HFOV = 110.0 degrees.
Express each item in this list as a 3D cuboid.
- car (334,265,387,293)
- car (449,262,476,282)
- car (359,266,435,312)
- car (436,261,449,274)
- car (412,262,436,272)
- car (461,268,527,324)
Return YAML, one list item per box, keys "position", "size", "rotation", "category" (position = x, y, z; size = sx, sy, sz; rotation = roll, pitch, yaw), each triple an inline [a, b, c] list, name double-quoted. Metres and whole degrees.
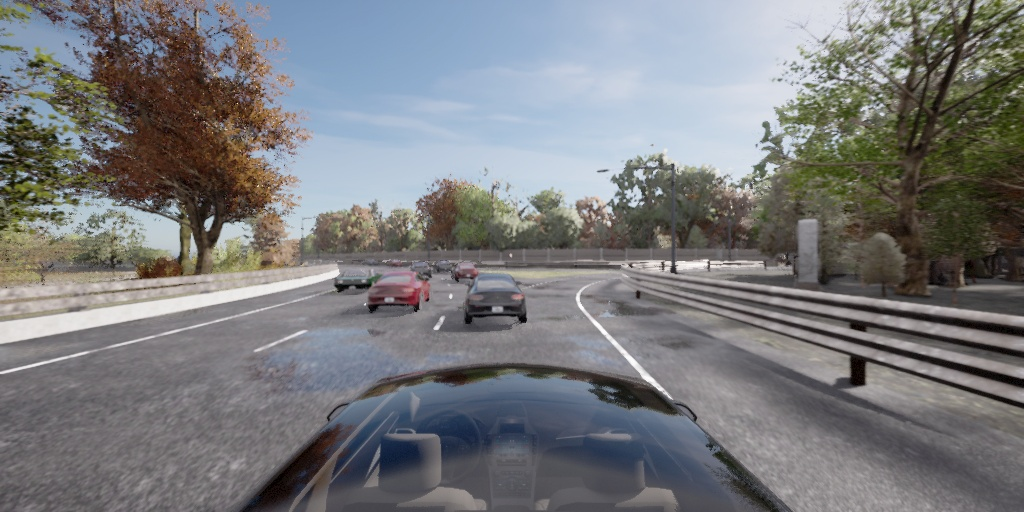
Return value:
- position: [-9.015, 1.406, 21.500]
  size: [1.895, 1.301, 4.718]
  rotation: [0, 0, -11]
  category: "car"
- position: [-3.912, 1.326, 29.700]
  size: [1.812, 1.442, 4.674]
  rotation: [0, 0, -15]
  category: "car"
- position: [-4.358, 1.307, 14.312]
  size: [1.812, 1.442, 4.674]
  rotation: [0, 0, -6]
  category: "car"
- position: [-8.556, 1.327, 44.146]
  size: [2.128, 1.511, 4.902]
  rotation: [0, 0, -21]
  category: "car"
- position: [-8.825, 1.314, 34.396]
  size: [2.128, 1.511, 4.902]
  rotation: [0, 0, -18]
  category: "car"
- position: [-0.617, 1.292, 12.070]
  size: [1.812, 1.442, 4.674]
  rotation: [0, 0, -6]
  category: "car"
